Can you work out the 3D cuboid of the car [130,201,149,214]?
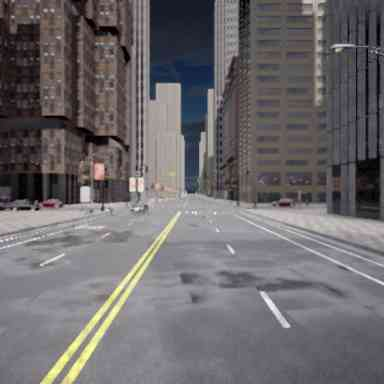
[{"bbox_3d":[-6.496,1.917,41.647,2.128,1.511,4.902,0,-1,0],"label":"car"}]

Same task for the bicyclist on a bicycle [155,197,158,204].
[{"bbox_3d":[-8.743,2.164,81.689,0.659,1.776,1.843,0,-1,0],"label":"bicyclist on a bicycle"}]

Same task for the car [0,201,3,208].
[{"bbox_3d":[-35.576,2.205,58.037,4.206,1.307,1.802,0,0,0],"label":"car"}]

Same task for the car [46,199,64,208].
[{"bbox_3d":[-24.727,2.025,58.042,4.097,1.590,1.967,0,0,0],"label":"car"}]

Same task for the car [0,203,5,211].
[{"bbox_3d":[-30.152,1.960,49.513,5.009,1.841,2.192,0,0,0],"label":"car"}]

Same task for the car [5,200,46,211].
[{"bbox_3d":[-24.725,2.191,49.518,4.313,1.339,1.947,0,0,0],"label":"car"}]

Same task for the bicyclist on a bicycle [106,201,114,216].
[{"bbox_3d":[-8.748,1.788,35.736,0.866,1.612,1.509,0,-1,0],"label":"bicyclist on a bicycle"}]

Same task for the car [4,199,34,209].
[{"bbox_3d":[-30.152,2.044,58.039,4.097,1.590,1.967,0,0,0],"label":"car"}]

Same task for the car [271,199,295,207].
[{"bbox_3d":[16.685,1.947,61.168,4.097,1.590,1.967,0,0,0],"label":"car"}]
